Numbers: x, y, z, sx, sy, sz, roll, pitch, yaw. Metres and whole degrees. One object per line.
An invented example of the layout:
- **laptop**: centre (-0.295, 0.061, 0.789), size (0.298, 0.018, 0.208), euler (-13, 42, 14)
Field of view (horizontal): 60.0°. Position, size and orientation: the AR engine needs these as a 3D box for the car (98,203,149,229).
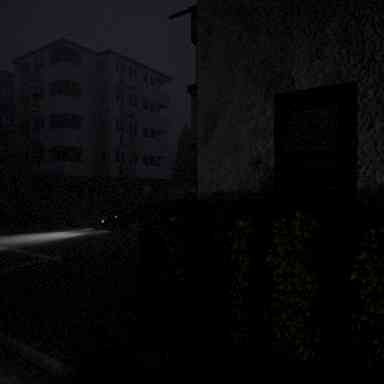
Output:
- **car**: centre (-3.929, 1.492, 21.903), size (2.128, 1.511, 4.902), euler (0, 0, 35)
